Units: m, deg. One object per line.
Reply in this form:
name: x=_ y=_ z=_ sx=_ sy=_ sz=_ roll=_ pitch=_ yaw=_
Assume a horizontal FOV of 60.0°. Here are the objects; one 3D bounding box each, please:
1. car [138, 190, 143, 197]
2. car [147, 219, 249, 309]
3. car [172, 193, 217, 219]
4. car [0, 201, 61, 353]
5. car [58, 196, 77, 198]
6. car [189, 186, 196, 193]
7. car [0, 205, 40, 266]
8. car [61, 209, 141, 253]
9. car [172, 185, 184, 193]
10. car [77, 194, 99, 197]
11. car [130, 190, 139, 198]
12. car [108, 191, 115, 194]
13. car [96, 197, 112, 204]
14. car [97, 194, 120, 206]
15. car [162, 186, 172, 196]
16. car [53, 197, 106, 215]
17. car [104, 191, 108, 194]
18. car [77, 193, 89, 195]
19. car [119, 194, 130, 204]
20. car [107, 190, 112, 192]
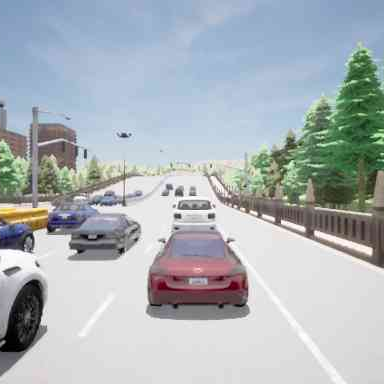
car: x=-13.837 y=0.242 z=85.301 sx=1.882 sy=1.535 sz=5.008 roll=0 pitch=5 yaw=0
car: x=0.109 y=1.583 z=7.997 sx=1.994 sy=1.385 sz=4.181 roll=0 pitch=0 yaw=0
car: x=0.116 y=1.264 z=17.842 sx=2.150 sy=2.045 sz=5.566 roll=0 pitch=0 yaw=0
car: x=-3.396 y=1.230 z=3.017 sx=2.150 sy=2.045 sz=5.566 roll=0 pitch=0 yaw=0
car: x=-21.080 y=1.473 z=54.142 sx=2.097 sy=1.767 sz=4.553 roll=0 pitch=0 yaw=2
car: x=0.170 y=0.173 z=86.306 sx=2.128 sy=1.511 sz=4.902 roll=0 pitch=7 yaw=0
car: x=-6.891 y=1.375 z=10.494 sx=2.097 sy=1.767 sz=4.553 roll=0 pitch=0 yaw=0
car: x=-3.390 y=1.579 z=13.855 sx=2.033 sy=1.411 sz=5.357 roll=0 pitch=0 yaw=0
car: x=-3.333 y=-0.087 z=85.910 sx=2.150 sy=2.045 sz=5.566 roll=0 pitch=7 yaw=0
car: x=-17.504 y=1.613 z=57.045 sx=2.128 sy=1.511 sz=4.902 roll=0 pitch=0 yaw=1
car: x=-13.903 y=1.113 z=75.173 sx=1.882 sy=1.535 sz=5.008 roll=0 pitch=3 yaw=0
car: x=-17.397 y=1.174 z=76.124 sx=1.895 sy=1.301 sz=4.718 roll=0 pitch=3 yaw=0
car: x=-17.442 y=1.649 z=66.180 sx=1.895 sy=1.301 sz=4.718 roll=0 pitch=1 yaw=0
car: x=-14.015 y=1.598 z=55.989 sx=1.882 sy=1.535 sz=5.008 roll=0 pitch=0 yaw=0
car: x=-6.824 y=0.097 z=87.278 sx=2.033 sy=1.411 sz=5.357 roll=0 pitch=7 yaw=0
car: x=-6.968 y=1.397 z=20.194 sx=2.097 sy=1.767 sz=4.553 roll=0 pitch=0 yaw=-1
car: x=-20.912 y=1.268 z=73.816 sx=2.033 sy=1.411 sz=5.357 roll=0 pitch=3 yaw=0
car: x=-20.957 y=1.320 z=63.707 sx=2.150 sy=2.045 sz=5.566 roll=0 pitch=1 yaw=1
car: x=-13.961 y=1.596 z=65.297 sx=1.812 sy=1.442 sz=4.674 roll=0 pitch=1 yaw=0
car: x=-20.845 y=0.370 z=84.157 sx=1.882 sy=1.535 sz=5.008 roll=0 pitch=5 yaw=0
